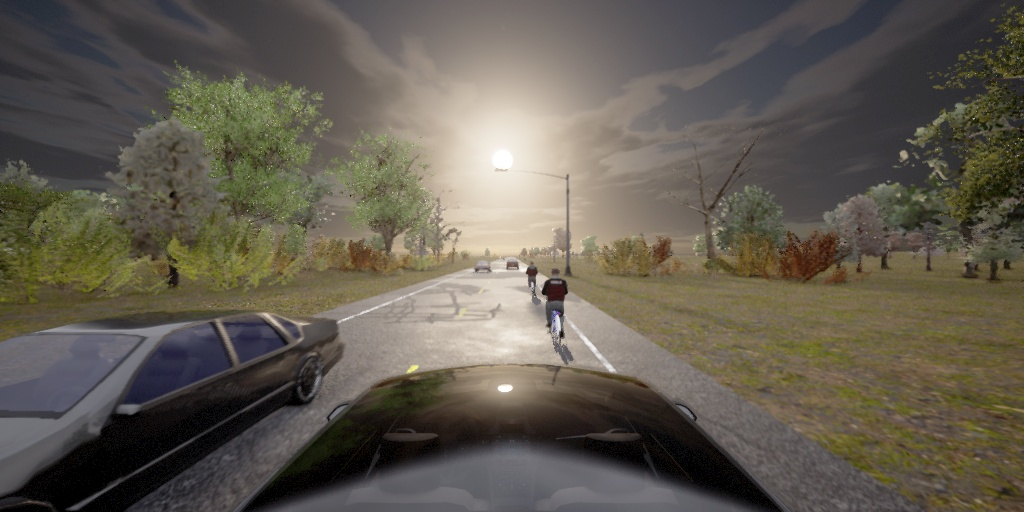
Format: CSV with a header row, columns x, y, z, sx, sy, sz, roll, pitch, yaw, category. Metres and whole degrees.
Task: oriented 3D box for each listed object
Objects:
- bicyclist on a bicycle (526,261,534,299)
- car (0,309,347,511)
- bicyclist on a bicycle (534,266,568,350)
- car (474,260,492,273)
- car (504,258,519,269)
x,y,z,sx,sy,sz,roll,pitch,yaw,category
0.961,1.123,17.370,0.659,1.776,1.843,0,0,0,bicyclist on a bicycle
-3.600,1.298,3.493,2.033,1.411,5.357,0,0,0,car
0.962,1.122,8.161,0.659,1.776,1.843,0,0,0,bicyclist on a bicycle
-3.598,1.276,44.619,1.812,1.442,4.674,0,0,0,car
0.094,1.225,56.798,1.882,1.535,5.008,0,0,0,car
